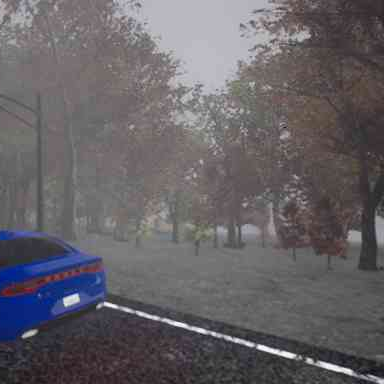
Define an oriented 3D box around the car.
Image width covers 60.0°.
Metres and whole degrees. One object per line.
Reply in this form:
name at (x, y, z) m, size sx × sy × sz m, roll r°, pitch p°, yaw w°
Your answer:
car at (-3.764, 1.491, 6.298) m, size 5.008 × 1.535 × 1.882 m, roll -2°, pitch 2°, yaw 36°
